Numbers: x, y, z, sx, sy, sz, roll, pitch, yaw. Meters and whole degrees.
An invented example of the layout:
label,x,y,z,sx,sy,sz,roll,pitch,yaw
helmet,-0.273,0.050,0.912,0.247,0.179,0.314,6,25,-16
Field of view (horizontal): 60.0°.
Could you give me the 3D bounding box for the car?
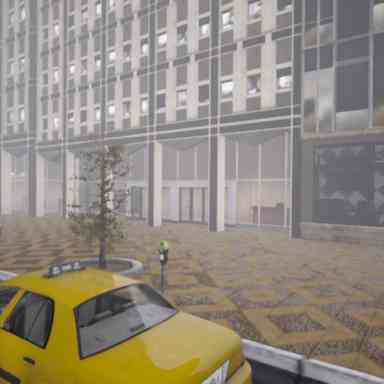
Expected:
label,x,y,z,sx,sy,sz,roll,pitch,yaw
car,-1.706,1.521,4.075,4.829,1.417,1.752,0,1,35
